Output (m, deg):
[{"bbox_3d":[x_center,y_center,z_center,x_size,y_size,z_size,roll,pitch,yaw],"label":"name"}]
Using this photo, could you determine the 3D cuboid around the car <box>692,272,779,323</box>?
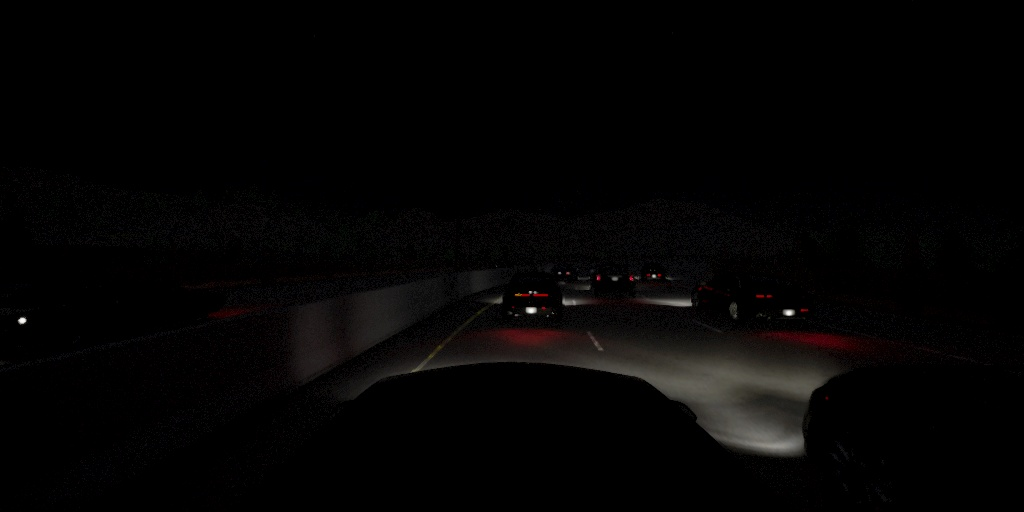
[{"bbox_3d":[7.783,1.290,12.133,1.837,1.490,4.892,0,0,6],"label":"car"}]

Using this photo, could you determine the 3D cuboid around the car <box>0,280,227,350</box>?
[{"bbox_3d":[-10.231,1.364,9.268,1.895,1.301,4.718,0,0,4],"label":"car"}]

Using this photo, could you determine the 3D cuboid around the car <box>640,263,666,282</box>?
[{"bbox_3d":[11.978,1.345,30.593,1.837,1.490,4.892,0,0,19],"label":"car"}]

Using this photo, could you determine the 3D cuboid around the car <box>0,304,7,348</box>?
[{"bbox_3d":[-7.037,1.291,1.567,2.033,1.411,5.357,0,0,1],"label":"car"}]

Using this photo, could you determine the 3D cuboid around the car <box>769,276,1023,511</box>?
[{"bbox_3d":[3.633,1.104,1.303,2.097,1.767,4.553,0,0,0],"label":"car"}]

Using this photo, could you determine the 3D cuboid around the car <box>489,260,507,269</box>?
[{"bbox_3d":[-1.540,1.396,52.459,1.837,1.490,4.892,0,-1,28],"label":"car"}]

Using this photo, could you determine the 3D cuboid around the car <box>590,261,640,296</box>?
[{"bbox_3d":[5.457,1.157,19.778,2.097,1.767,4.553,0,0,10],"label":"car"}]

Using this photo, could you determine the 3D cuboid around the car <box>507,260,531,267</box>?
[{"bbox_3d":[1.627,1.366,50.967,1.882,1.535,5.008,0,-1,28],"label":"car"}]

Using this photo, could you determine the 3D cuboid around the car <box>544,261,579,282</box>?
[{"bbox_3d":[4.471,1.381,30.335,2.033,1.411,5.357,0,0,17],"label":"car"}]

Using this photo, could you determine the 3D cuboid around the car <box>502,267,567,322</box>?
[{"bbox_3d":[0.793,1.286,12.497,1.837,1.490,4.892,0,0,6],"label":"car"}]

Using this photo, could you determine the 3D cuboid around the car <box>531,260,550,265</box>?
[{"bbox_3d":[4.899,1.365,49.701,1.882,1.535,5.008,0,-1,29],"label":"car"}]

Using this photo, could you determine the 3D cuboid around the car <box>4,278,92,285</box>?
[{"bbox_3d":[-13.597,1.327,10.392,1.994,1.385,4.181,0,0,5],"label":"car"}]
